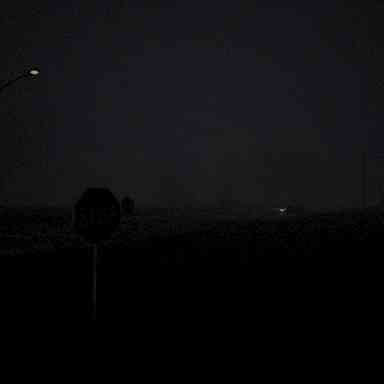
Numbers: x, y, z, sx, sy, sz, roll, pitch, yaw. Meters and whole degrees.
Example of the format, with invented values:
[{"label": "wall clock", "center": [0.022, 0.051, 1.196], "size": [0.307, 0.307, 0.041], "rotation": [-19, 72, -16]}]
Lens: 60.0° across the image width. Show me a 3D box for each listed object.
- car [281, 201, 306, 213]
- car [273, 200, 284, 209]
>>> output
[{"label": "car", "center": [15.197, 2.289, 48.834], "size": [1.812, 1.442, 4.674], "rotation": [0, 0, 36]}, {"label": "car", "center": [17.096, 2.400, 63.408], "size": [1.837, 1.490, 4.892], "rotation": [0, 1, 36]}]
